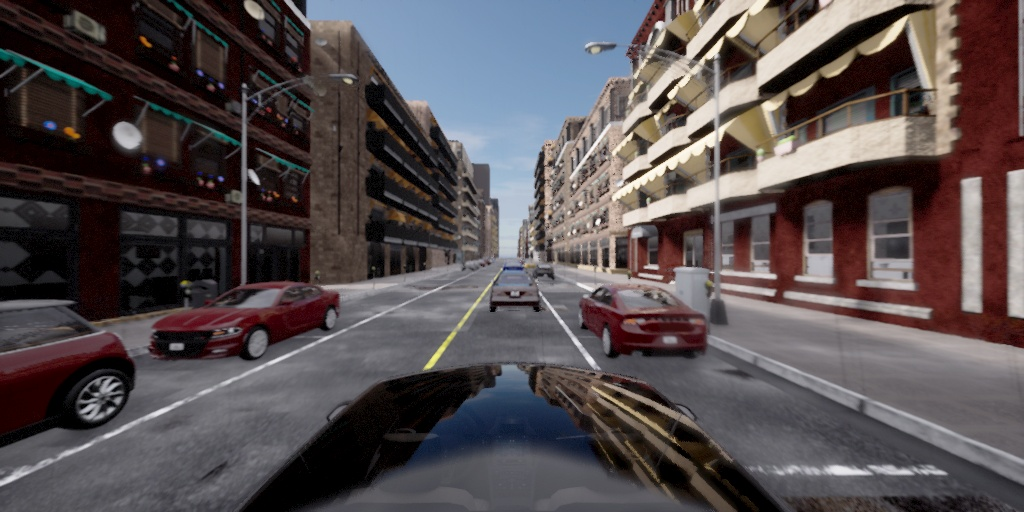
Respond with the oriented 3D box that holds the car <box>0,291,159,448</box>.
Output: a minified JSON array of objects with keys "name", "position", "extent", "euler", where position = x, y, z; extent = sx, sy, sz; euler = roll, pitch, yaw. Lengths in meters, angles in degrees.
[{"name":"car","position":[-5.692,1.190,2.698],"extent":[1.967,1.591,4.097],"euler":[0,0,0]}]

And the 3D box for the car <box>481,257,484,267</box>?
[{"name":"car","position":[-5.702,1.300,53.425],"extent":[2.007,1.370,4.403],"euler":[0,0,0]}]

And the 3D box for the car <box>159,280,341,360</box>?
[{"name":"car","position":[-5.693,1.296,8.335],"extent":[1.888,1.381,4.507],"euler":[0,0,0]}]

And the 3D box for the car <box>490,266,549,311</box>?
[{"name":"car","position":[0.097,1.298,14.379],"extent":[2.033,1.411,5.357],"euler":[0,0,0]}]

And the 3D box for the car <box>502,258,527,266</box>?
[{"name":"car","position":[0.094,1.228,33.206],"extent":[1.882,1.535,5.008],"euler":[0,0,0]}]

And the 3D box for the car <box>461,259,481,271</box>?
[{"name":"car","position":[-5.701,1.300,47.788],"extent":[2.007,1.370,4.403],"euler":[0,0,0]}]

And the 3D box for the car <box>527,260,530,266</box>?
[{"name":"car","position":[2.679,1.275,53.592],"extent":[1.751,1.417,4.829],"euler":[0,0,0]}]

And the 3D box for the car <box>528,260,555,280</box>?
[{"name":"car","position":[2.683,1.301,30.877],"extent":[2.007,1.370,4.403],"euler":[0,0,0]}]

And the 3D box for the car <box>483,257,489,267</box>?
[{"name":"car","position":[-5.704,1.293,64.697],"extent":[1.888,1.381,4.507],"euler":[0,0,0]}]

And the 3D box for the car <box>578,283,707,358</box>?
[{"name":"car","position":[2.687,1.296,8.332],"extent":[1.888,1.381,4.507],"euler":[0,0,0]}]
